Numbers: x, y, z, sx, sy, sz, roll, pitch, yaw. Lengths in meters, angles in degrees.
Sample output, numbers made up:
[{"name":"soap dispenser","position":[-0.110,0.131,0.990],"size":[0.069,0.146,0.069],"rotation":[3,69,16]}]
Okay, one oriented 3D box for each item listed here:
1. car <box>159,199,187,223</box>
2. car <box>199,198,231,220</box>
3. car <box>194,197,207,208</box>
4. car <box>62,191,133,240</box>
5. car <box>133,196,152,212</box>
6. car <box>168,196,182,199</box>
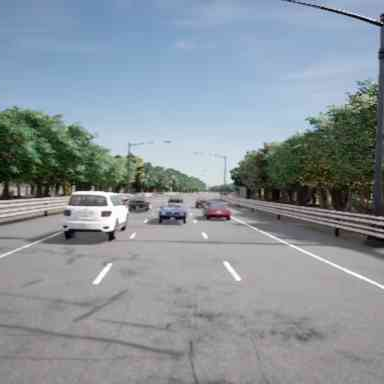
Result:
[{"name":"car","position":[-1.375,1.440,24.001],"size":[1.895,1.301,4.718],"rotation":[2,0,-3]},{"name":"car","position":[1.972,1.493,27.392],"size":[1.994,1.385,4.181],"rotation":[2,0,-2]},{"name":"car","position":[1.444,1.363,44.368],"size":[1.812,1.442,4.674],"rotation":[2,0,-1]},{"name":"car","position":[-4.416,1.003,15.918],"size":[2.150,2.045,5.566],"rotation":[2,0,-4]},{"name":"car","position":[-5.289,1.173,34.217],"size":[1.837,1.490,4.892],"rotation":[2,0,-2]},{"name":"car","position":[-1.994,1.217,41.729],"size":[1.882,1.535,5.008],"rotation":[2,0,-1]}]
